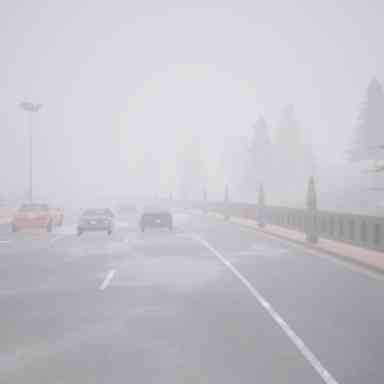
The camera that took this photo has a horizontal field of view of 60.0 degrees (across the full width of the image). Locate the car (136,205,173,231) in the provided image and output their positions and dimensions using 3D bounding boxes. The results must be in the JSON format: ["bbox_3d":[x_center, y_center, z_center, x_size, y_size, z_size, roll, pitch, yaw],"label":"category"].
[{"bbox_3d":[-2.424,1.552,21.405,1.882,1.535,5.008,0,0,-11],"label":"car"}]

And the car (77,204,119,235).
[{"bbox_3d":[-5.529,1.620,19.461,2.033,1.411,5.357,0,0,-11],"label":"car"}]

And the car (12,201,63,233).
[{"bbox_3d":[-9.445,1.435,20.731,2.097,1.767,4.553,0,0,-12],"label":"car"}]

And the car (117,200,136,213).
[{"bbox_3d":[-7.669,1.664,38.774,1.812,1.442,4.674,0,0,-22],"label":"car"}]
